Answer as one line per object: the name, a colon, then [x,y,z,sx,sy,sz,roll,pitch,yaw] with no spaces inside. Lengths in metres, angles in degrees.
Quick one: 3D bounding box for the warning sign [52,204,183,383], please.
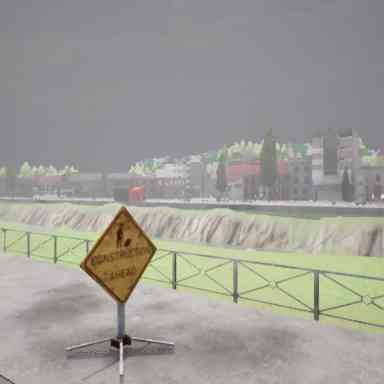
warning sign: [-0.929,1.115,4.348,1.060,1.860,1.300,0,0,36]
